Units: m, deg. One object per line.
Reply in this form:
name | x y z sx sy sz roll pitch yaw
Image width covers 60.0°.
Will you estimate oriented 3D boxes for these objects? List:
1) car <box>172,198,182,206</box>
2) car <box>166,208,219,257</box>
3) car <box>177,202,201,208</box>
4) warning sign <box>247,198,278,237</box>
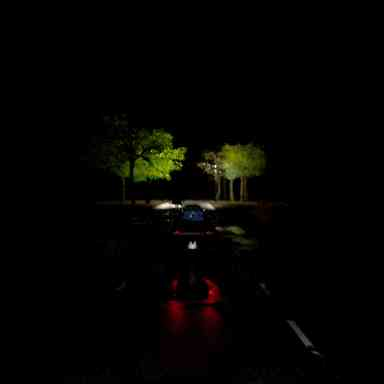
car | -2.983 1.968 65.648 2.033 1.411 5.357 0 0 1
car | 0.041 1.613 13.462 2.128 1.511 4.902 0 0 1
car | 0.098 1.782 27.457 2.033 1.411 5.357 0 0 1
warning sign | 3.600 1.266 17.055 1.300 1.860 1.060 1 1 0
